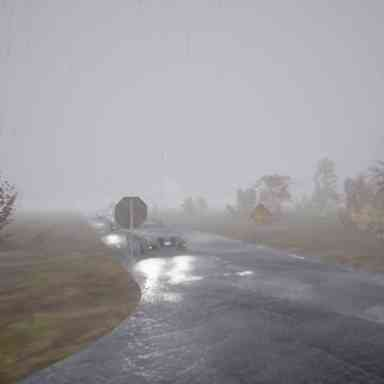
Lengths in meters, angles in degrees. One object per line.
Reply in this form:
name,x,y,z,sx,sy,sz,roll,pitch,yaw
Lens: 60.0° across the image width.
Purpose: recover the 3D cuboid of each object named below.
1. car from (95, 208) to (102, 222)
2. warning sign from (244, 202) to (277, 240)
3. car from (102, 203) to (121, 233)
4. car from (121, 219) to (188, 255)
car,-9.464,2.464,36.510,1.812,1.442,4.674,0,-1,-20
warning sign,3.596,1.473,17.438,1.300,1.860,1.060,0,-1,-20
car,-5.231,1.975,24.854,2.097,1.767,4.553,0,-1,-20
car,-1.715,1.925,15.165,1.994,1.385,4.181,0,-1,-22
